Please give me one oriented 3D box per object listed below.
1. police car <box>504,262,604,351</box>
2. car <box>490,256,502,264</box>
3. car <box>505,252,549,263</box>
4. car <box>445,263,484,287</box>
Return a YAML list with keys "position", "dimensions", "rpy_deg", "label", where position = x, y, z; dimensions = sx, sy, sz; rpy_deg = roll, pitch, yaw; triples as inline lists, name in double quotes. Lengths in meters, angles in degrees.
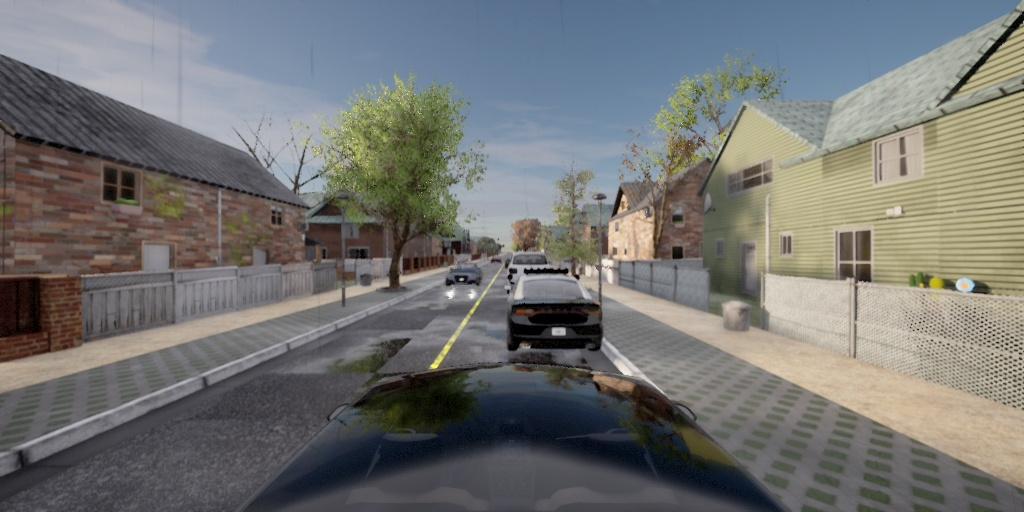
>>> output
- position: [0.828, 1.105, 8.921]
  dimensions: [1.930, 1.638, 5.238]
  rpy_deg: [0, 1, 0]
  label: "police car"
- position: [-2.768, 0.716, 63.466]
  dimensions: [1.895, 1.301, 4.718]
  rpy_deg: [0, 1, 1]
  label: "car"
- position: [0.833, 0.805, 18.841]
  dimensions: [2.150, 2.045, 5.566]
  rpy_deg: [0, 1, 0]
  label: "car"
- position: [-2.839, 1.112, 22.105]
  dimensions: [1.994, 1.385, 4.181]
  rpy_deg: [0, 1, 0]
  label: "car"
